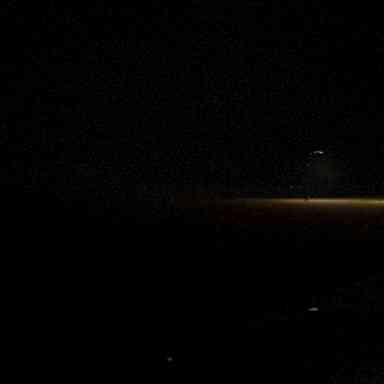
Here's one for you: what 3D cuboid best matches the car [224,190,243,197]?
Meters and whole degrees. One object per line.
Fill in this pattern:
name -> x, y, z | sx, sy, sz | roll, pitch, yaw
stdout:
car -> 8.612, 0.338, 69.417 | 1.994, 1.385, 4.181 | 1, -1, -36
